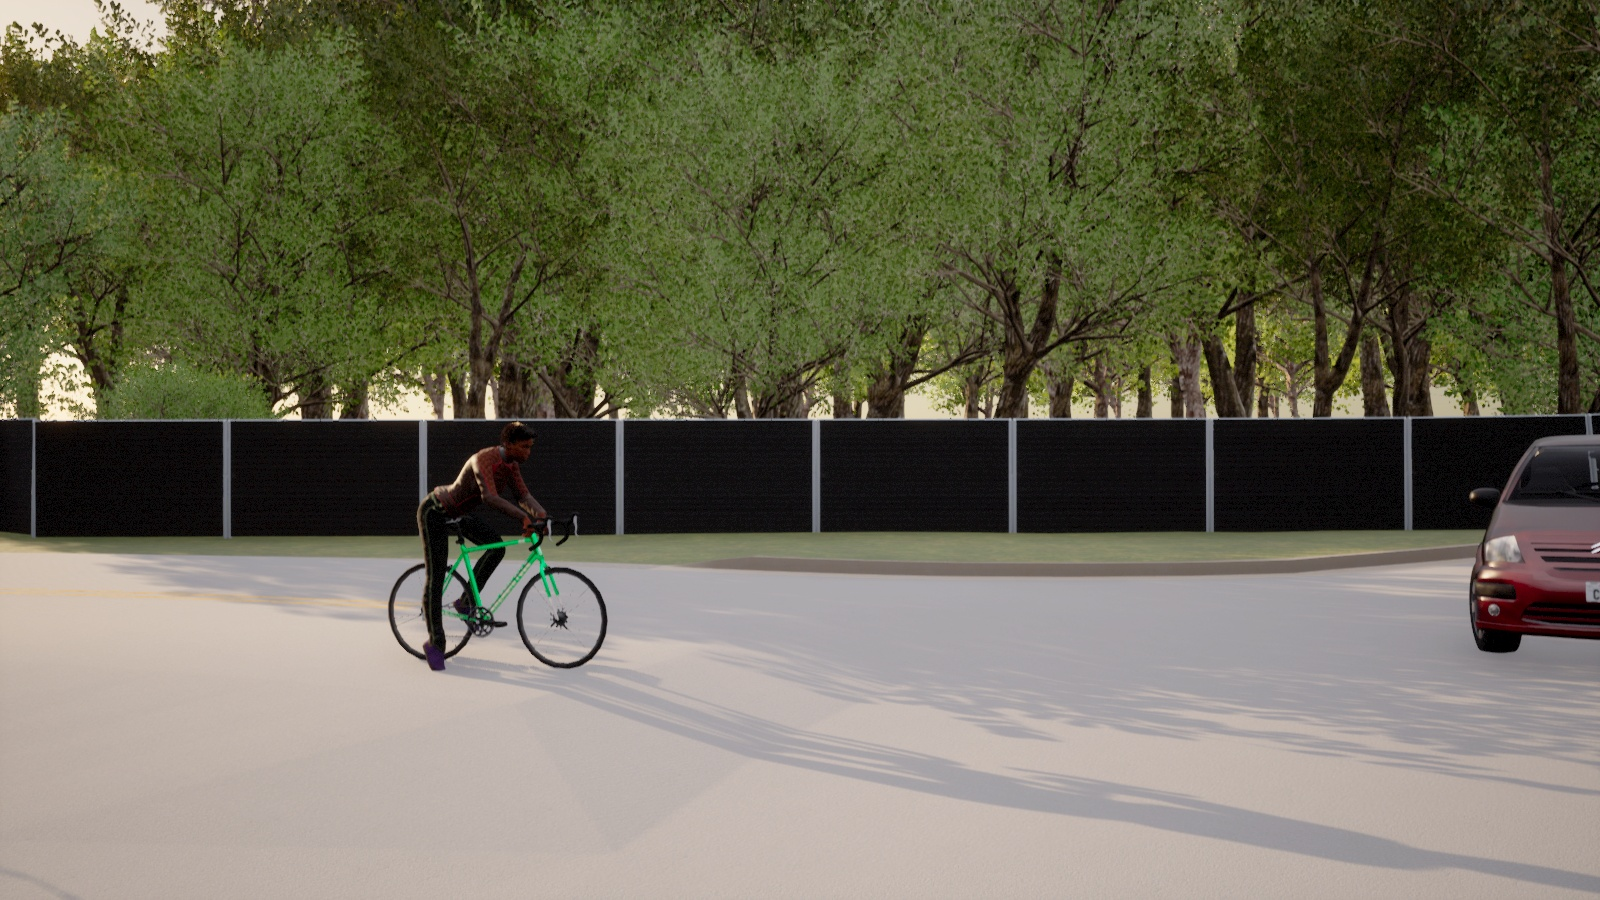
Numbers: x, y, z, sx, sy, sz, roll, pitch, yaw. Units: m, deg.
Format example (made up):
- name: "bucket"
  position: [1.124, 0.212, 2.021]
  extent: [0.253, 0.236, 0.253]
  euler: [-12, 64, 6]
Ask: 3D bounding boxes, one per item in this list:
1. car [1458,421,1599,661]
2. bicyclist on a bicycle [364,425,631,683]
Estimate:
- name: "car"
  position: [6.576, 0.583, 10.203]
  extent: [1.851, 1.617, 3.988]
  euler: [-2, 0, 32]
- name: "bicyclist on a bicycle"
  position: [-2.016, 0.653, 8.387]
  extent: [1.656, 1.620, 0.582]
  euler: [0, 0, 16]
